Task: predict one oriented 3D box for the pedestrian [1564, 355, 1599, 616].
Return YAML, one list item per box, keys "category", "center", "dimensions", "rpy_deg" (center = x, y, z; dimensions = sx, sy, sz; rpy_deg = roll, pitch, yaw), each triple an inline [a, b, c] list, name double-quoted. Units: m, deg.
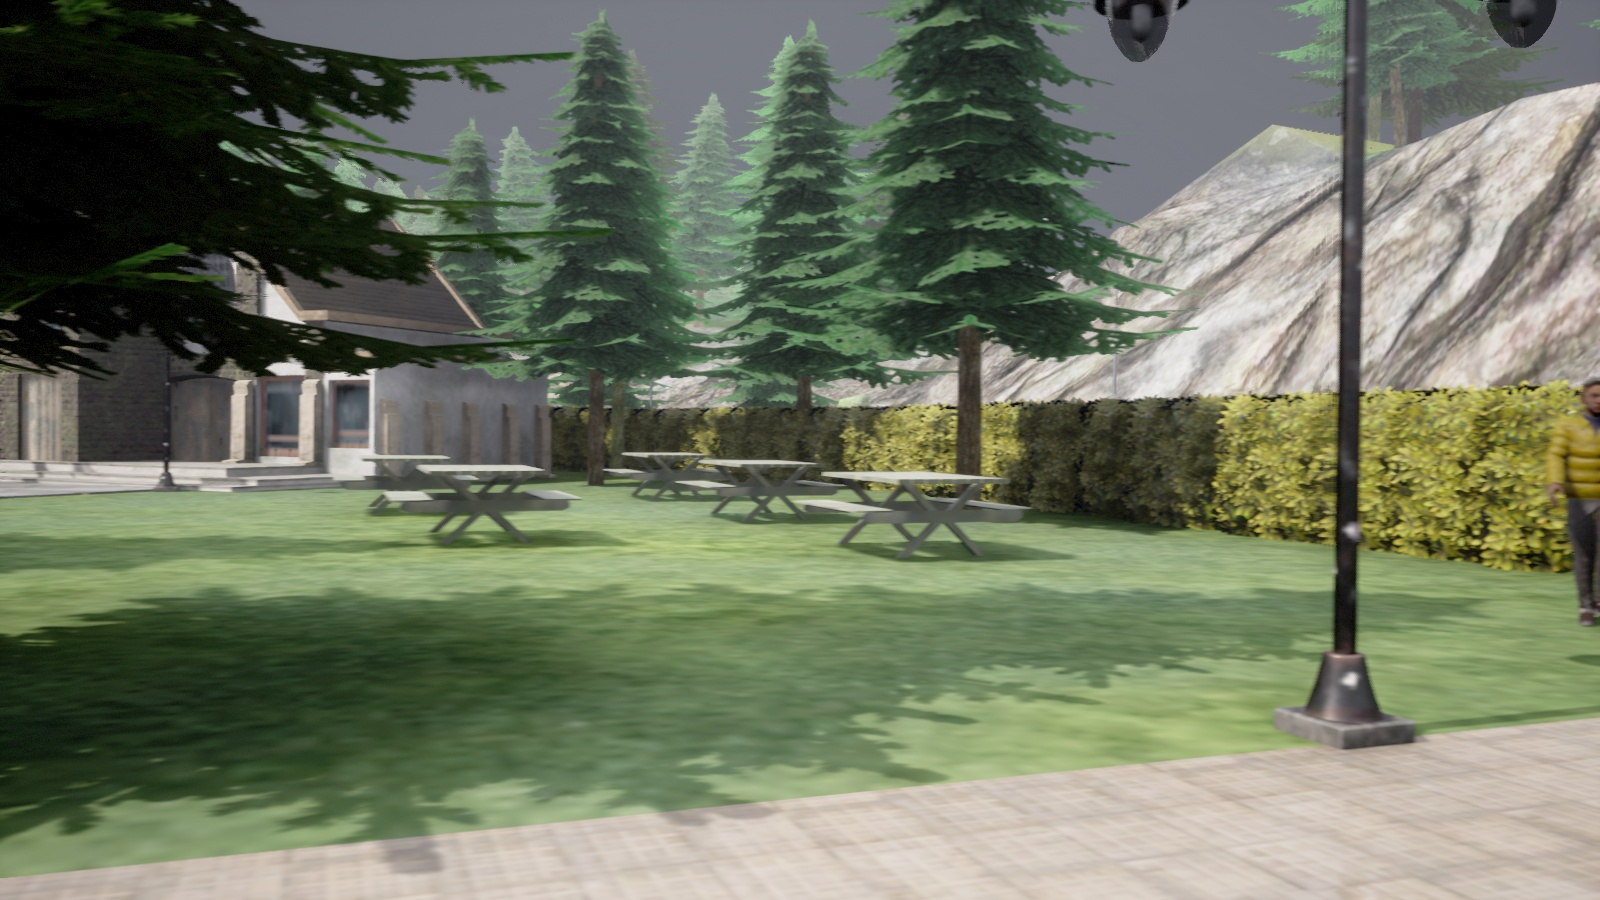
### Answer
- category: "pedestrian"
  center: [5.824, 0.243, 9.130]
  dimensions: [0.431, 1.840, 0.709]
  rpy_deg: [0, 1, 29]
